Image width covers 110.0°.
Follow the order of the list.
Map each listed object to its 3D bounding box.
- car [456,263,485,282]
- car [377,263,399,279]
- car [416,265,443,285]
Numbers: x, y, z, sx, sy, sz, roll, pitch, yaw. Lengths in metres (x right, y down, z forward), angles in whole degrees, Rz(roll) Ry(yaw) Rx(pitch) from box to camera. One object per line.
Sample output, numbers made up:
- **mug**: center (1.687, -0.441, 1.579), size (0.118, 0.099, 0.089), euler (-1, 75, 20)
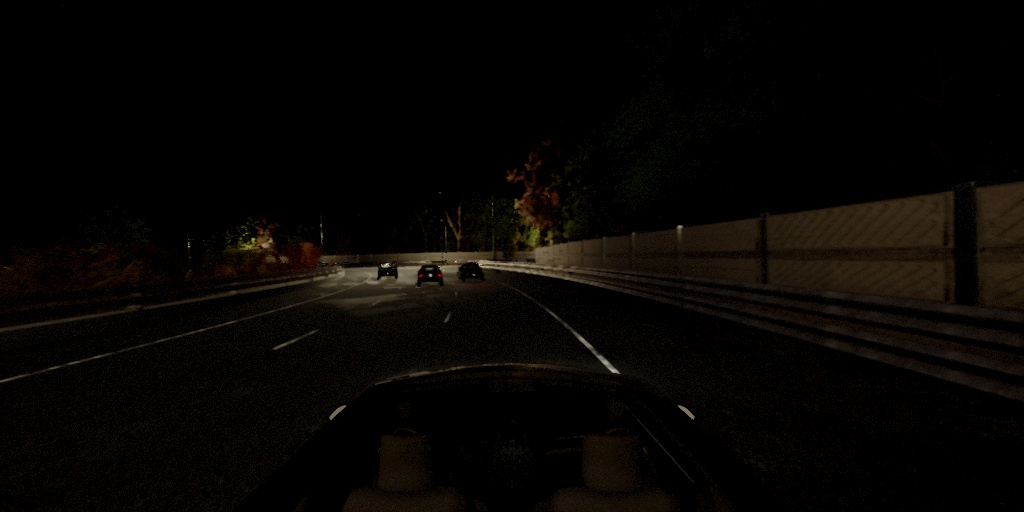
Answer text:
- **car**: center (-3.558, 1.336, 30.447), size (1.812, 1.442, 4.674), euler (-1, 0, -14)
- **car**: center (-12.369, 1.455, 35.839), size (2.128, 1.511, 4.902), euler (-1, 0, -18)
- **car**: center (-6.230, 1.405, 27.200), size (2.033, 1.411, 5.357), euler (-1, 0, -14)
